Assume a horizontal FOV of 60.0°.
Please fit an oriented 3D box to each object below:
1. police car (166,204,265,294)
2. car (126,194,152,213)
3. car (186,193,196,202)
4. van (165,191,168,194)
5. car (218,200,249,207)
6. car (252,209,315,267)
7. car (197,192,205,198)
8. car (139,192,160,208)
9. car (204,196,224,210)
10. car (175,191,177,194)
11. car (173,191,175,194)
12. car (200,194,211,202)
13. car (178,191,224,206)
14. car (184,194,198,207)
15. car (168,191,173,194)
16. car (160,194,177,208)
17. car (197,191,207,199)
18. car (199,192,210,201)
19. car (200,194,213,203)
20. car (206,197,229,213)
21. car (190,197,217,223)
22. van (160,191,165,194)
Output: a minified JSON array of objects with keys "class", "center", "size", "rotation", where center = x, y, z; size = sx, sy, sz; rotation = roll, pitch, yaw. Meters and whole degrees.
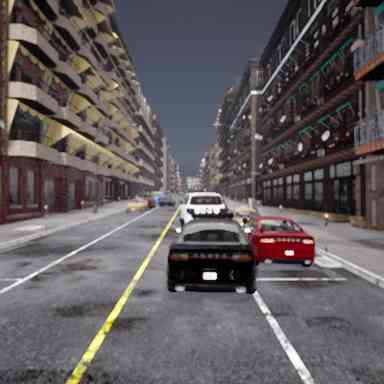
[{"class":"police car","center":[0.548,1.342,8.786],"size":[1.930,1.638,5.238],"rotation":[0,0,5]},{"class":"car","center":[-5.390,1.238,32.932],"size":[1.752,1.417,4.829],"rotation":[2,0,0]},{"class":"car","center":[-0.173,0.990,60.148],"size":[1.882,1.535,5.008],"rotation":[0,0,0]},{"class":"van","center":[-5.451,0.887,55.222],"size":[1.690,1.788,3.998],"rotation":[1,0,0]},{"class":"car","center":[2.537,1.371,16.642],"size":[1.752,1.417,4.829],"rotation":[1,0,0]},{"class":"car","center":[2.553,1.441,10.940],"size":[1.887,1.381,4.507],"rotation":[1,1,0]},{"class":"car","center":[2.296,0.788,88.370],"size":[1.967,1.590,4.097],"rotation":[1,0,0]},{"class":"car","center":[-5.401,0.982,38.632],"size":[2.192,1.841,5.009],"rotation":[2,0,0]},{"class":"car","center":[2.473,1.217,38.593],"size":[2.008,1.369,4.403],"rotation":[1,0,0]},{"class":"car","center":[-5.536,0.943,82.876],"size":[1.947,1.339,4.313],"rotation":[1,0,0]},{"class":"car","center":[-5.498,0.756,71.812],"size":[2.192,1.841,5.009],"rotation":[1,0,0]},{"class":"car","center":[2.409,1.054,60.715],"size":[1.887,1.381,4.507],"rotation":[1,0,0]},{"class":"car","center":[0.518,1.053,18.572],"size":[2.150,2.045,5.566],"rotation":[0,0,-4]},{"class":"car","center":[-0.126,1.119,45.579],"size":[1.837,1.490,4.892],"rotation":[0,1,0]},{"class":"car","center":[-5.482,0.790,66.282],"size":[2.192,1.841,5.009],"rotation":[1,0,0]},{"class":"car","center":[-2.964,1.254,40.367],"size":[1.895,1.301,4.718],"rotation":[0,0,0]},{"class":"car","center":[2.332,0.722,77.306],"size":[2.192,1.841,5.009],"rotation":[1,0,0]},{"class":"car","center":[2.403,0.914,66.246],"size":[1.967,1.590,4.097],"rotation":[1,0,0]},{"class":"car","center":[2.425,1.090,55.185],"size":[1.887,1.381,4.507],"rotation":[1,0,0]},{"class":"car","center":[2.489,1.255,33.062],"size":[1.887,1.381,4.507],"rotation":[1,0,0]},{"class":"car","center":[0.754,1.232,24.796],"size":[1.801,1.575,5.366],"rotation":[0,0,0]},{"class":"van","center":[-5.434,0.925,49.690],"size":[1.690,1.788,3.998],"rotation":[2,0,0]}]
